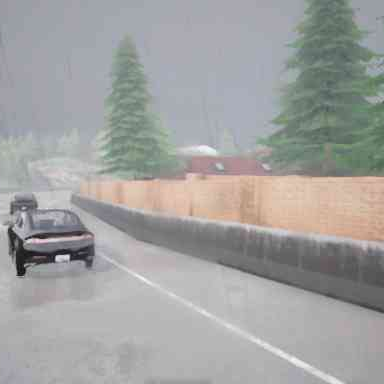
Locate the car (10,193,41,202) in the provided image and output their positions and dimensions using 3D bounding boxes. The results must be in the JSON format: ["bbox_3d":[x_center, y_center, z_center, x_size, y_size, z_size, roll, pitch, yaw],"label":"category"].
[{"bbox_3d":[-12.959,0.843,25.860,1.837,1.490,4.892,-1,2,-25],"label":"car"}]

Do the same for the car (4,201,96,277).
[{"bbox_3d":[-4.206,1.244,9.637,2.128,1.511,4.902,-1,2,-32],"label":"car"}]
